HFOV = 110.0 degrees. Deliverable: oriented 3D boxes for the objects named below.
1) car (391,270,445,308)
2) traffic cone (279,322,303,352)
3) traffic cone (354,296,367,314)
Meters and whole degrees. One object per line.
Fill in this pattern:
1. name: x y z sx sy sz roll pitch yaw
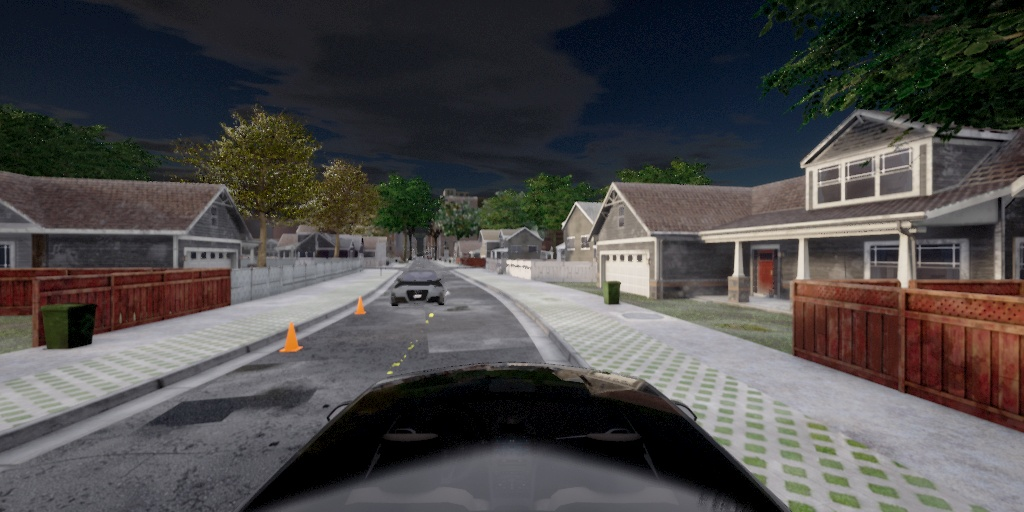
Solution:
1. car: -3.881 1.306 15.266 1.994 1.385 4.181 0 0 -11
2. traffic cone: -4.690 1.703 7.624 0.340 0.580 0.340 0 0 -5
3. traffic cone: -5.262 1.700 12.435 0.340 0.580 0.340 0 0 -9
